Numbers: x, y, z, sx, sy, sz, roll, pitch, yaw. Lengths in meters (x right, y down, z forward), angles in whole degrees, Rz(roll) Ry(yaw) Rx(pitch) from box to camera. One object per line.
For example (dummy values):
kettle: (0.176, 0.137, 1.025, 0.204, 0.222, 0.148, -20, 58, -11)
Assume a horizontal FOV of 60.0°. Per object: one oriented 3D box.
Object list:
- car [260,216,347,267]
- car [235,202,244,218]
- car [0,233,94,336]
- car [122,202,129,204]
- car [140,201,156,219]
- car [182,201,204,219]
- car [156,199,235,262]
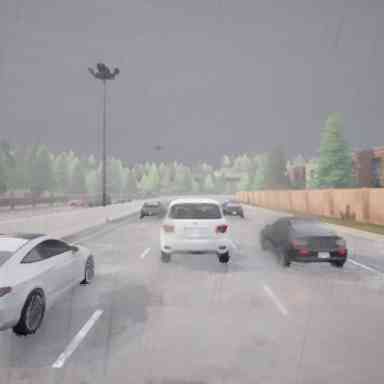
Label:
car: (3.590, 1.553, 11.355, 1.812, 1.442, 4.674, 0, 0, 0)
car: (3.586, 1.598, 30.462, 1.812, 1.442, 4.674, 0, 0, 0)
car: (-3.404, 1.541, 6.593, 1.812, 1.442, 4.674, 0, 0, 0)
car: (-10.574, 1.669, 52.680, 2.033, 1.411, 5.357, 0, 0, 1)
car: (-3.410, 1.562, 29.639, 2.128, 1.511, 4.902, 0, 0, 0)
car: (0.086, 1.598, 30.570, 1.812, 1.442, 4.674, 0, 0, 0)
car: (0.096, 1.253, 12.422, 2.150, 2.045, 5.566, 0, 0, 0)
